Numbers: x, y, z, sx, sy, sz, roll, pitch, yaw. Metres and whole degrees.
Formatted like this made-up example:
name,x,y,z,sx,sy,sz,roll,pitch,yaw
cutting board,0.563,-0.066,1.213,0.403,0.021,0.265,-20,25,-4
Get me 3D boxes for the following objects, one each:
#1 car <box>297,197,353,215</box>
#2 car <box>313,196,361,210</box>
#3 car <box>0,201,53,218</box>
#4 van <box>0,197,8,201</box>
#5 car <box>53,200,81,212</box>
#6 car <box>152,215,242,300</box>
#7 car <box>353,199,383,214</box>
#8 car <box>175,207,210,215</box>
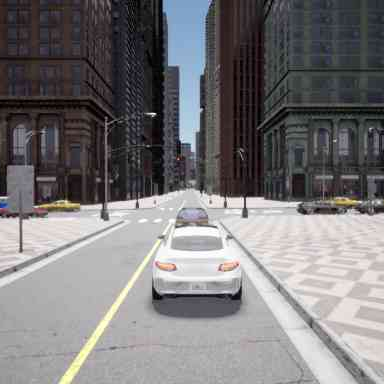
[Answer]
name,x,y,z,sx,sy,sz,roll,pitch,yaw
car,11.682,1.419,30.057,4.313,1.339,1.947,-1,1,0
car,16.731,1.233,38.571,4.829,1.417,1.752,-1,1,0
car,-15.286,1.728,30.110,4.206,1.307,1.802,-1,1,0
van,-20.962,1.457,38.640,3.998,1.788,1.690,-1,1,0
car,-15.450,1.585,38.634,4.829,1.417,1.752,-1,1,0
car,0.099,1.521,8.247,1.812,1.442,4.674,0,0,0
car,17.061,1.342,30.046,4.403,1.369,2.008,-1,1,0
car,0.028,1.533,17.837,2.033,1.411,5.357,0,0,1
